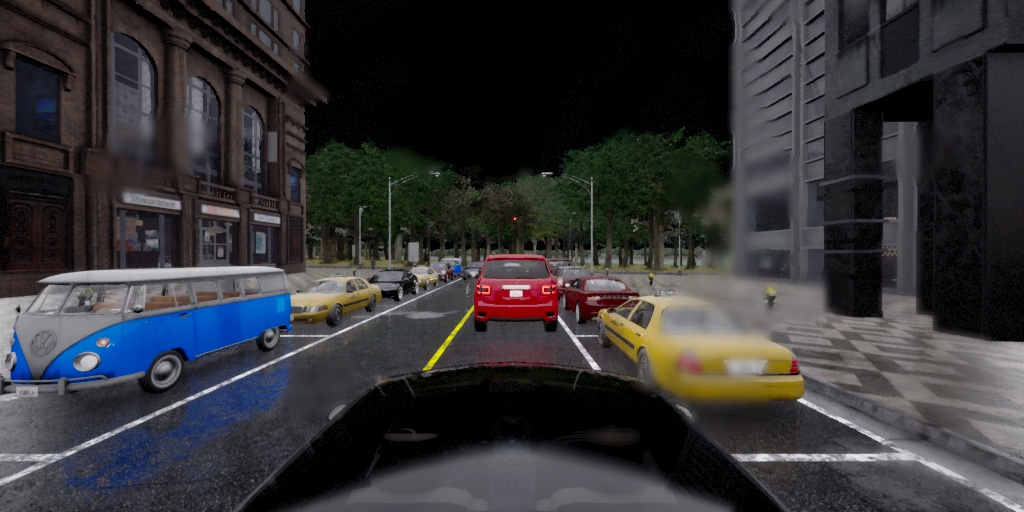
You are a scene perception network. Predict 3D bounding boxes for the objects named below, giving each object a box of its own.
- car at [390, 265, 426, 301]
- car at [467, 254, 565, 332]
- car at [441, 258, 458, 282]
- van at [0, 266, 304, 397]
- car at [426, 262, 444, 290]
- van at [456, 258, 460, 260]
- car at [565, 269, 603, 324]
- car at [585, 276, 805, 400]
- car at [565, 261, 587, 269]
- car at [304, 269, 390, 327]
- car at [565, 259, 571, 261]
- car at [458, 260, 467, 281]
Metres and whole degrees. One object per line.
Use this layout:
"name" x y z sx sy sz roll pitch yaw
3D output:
"car" -5.760 1.317 17.234 1.948 1.339 4.313 0 0 0
"car" 0.105 0.972 11.053 2.150 2.045 5.566 0 0 0
"car" -5.758 1.193 28.109 1.967 1.591 4.097 0 0 0
"van" -5.762 1.091 6.360 1.690 1.789 3.998 0 0 0
"car" -5.759 1.277 22.502 1.751 1.417 4.829 0 0 0
"van" -5.756 1.095 33.547 1.690 1.789 3.998 0 0 0
"car" 2.764 1.295 11.795 1.888 1.381 4.507 0 0 0
"car" 2.763 1.275 6.527 1.751 1.417 4.829 0 0 0
"car" 2.765 1.190 17.232 1.967 1.591 4.097 0 0 0
"car" -5.761 1.276 11.627 1.751 1.417 4.829 0 0 0
"car" 2.766 1.066 22.670 2.192 1.841 5.009 0 0 0
"car" -2.999 1.247 30.401 2.128 1.511 4.902 0 0 0
